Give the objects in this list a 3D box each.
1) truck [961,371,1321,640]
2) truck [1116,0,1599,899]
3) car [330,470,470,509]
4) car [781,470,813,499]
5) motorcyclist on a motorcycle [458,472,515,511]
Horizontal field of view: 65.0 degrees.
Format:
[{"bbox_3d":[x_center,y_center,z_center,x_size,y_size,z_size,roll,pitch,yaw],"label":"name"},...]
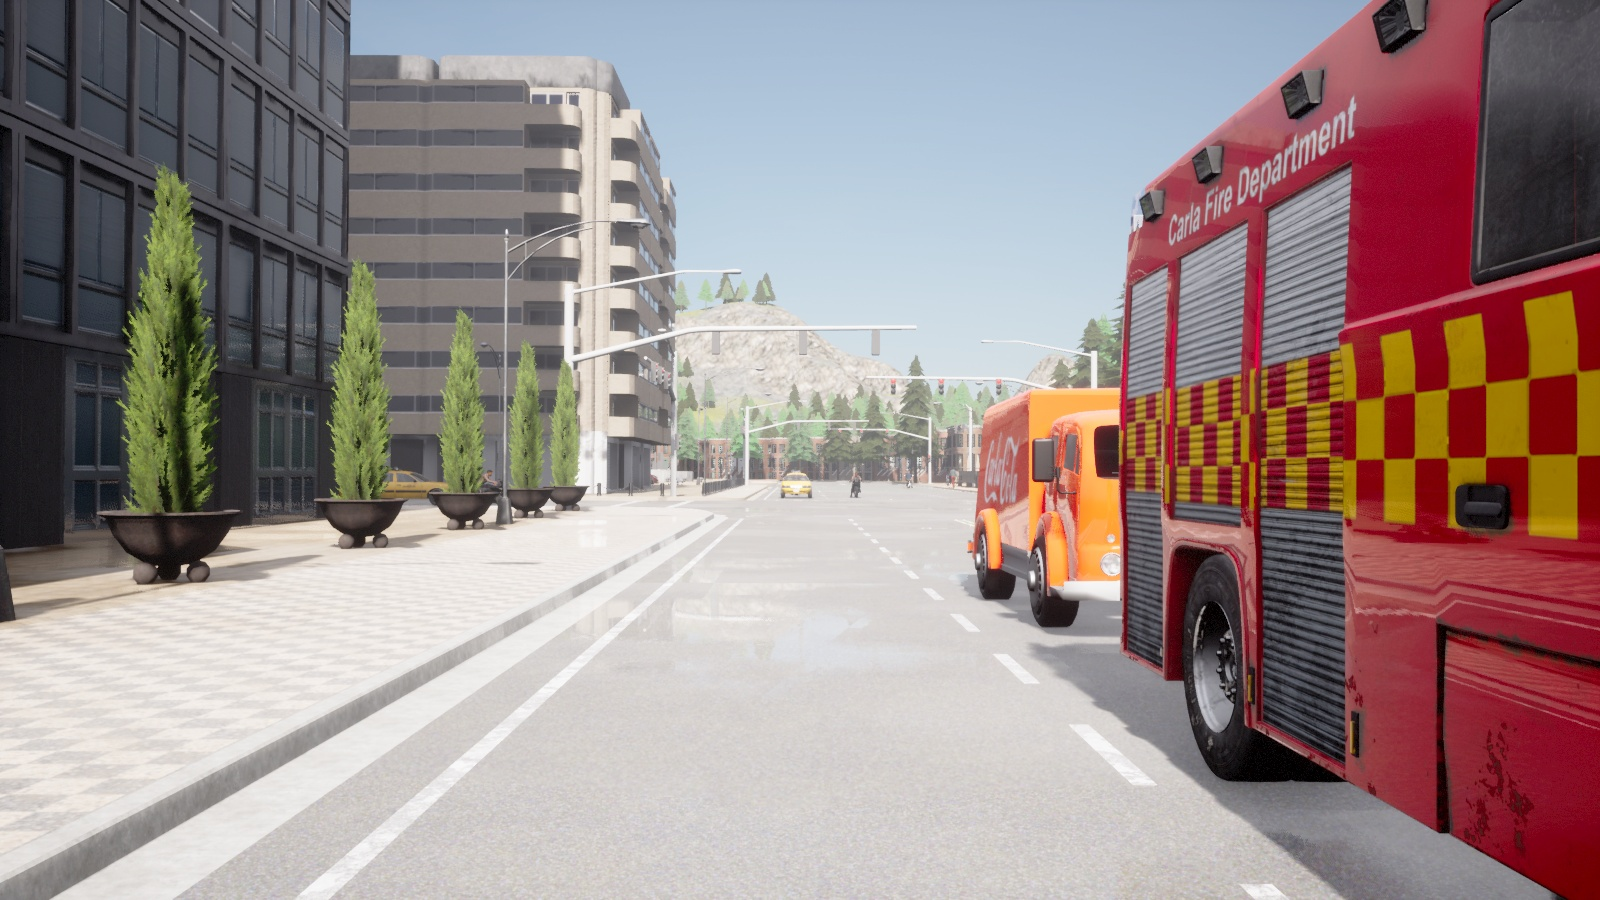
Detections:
[{"bbox_3d":[3.465,0.551,14.149,2.627,2.467,5.204,0,-1,0],"label":"truck"},{"bbox_3d":[3.485,-0.301,3.774,2.891,3.827,8.468,0,-1,0],"label":"truck"},{"bbox_3d":[-16.922,1.659,53.309,5.366,1.575,1.801,0,-1,0],"label":"car"},{"bbox_3d":[-0.191,1.982,73.270,1.801,1.575,5.366,0,-1,0],"label":"car"},{"bbox_3d":[-12.417,1.625,49.796,2.044,1.523,0.797,0,-1,0],"label":"motorcyclist on a motorcycle"}]
